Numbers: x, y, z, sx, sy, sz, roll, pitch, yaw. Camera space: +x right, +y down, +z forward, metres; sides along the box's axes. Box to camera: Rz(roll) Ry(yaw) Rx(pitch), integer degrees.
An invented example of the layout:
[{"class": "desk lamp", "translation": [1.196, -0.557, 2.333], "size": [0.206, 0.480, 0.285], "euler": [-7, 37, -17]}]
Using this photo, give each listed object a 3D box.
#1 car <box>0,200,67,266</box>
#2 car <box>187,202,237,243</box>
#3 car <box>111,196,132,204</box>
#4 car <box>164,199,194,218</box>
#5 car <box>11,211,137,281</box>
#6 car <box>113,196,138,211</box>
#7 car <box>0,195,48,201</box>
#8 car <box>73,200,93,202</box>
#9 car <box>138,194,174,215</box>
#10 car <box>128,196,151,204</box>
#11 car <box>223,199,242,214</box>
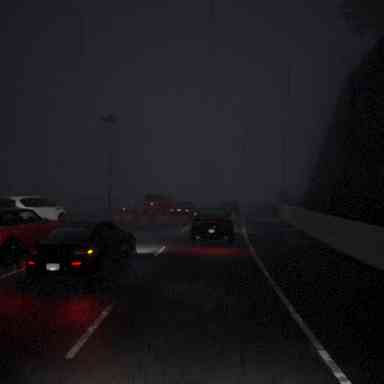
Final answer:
[{"class": "car", "translation": [-6.351, 1.339, 11.750], "size": [2.097, 1.767, 4.553], "euler": [0, 0, 4]}, {"class": "car", "translation": [1.062, 1.471, 16.268], "size": [1.882, 1.535, 5.008], "euler": [0, 0, 6]}, {"class": "car", "translation": [-13.334, 1.517, 63.006], "size": [1.994, 1.385, 4.181], "euler": [0, 0, 20]}, {"class": "car", "translation": [-0.581, 1.533, 29.489], "size": [2.033, 1.411, 5.357], "euler": [0, 0, 10]}, {"class": "car", "translation": [-2.999, 1.518, 9.790], "size": [1.812, 1.442, 4.674], "euler": [0, 0, 3]}, {"class": "car", "translation": [-6.415, 1.501, 35.883], "size": [1.812, 1.442, 4.674], "euler": [0, 0, 12]}, {"class": "car", "translation": [-9.234, 1.202, 18.760], "size": [2.150, 2.045, 5.566], "euler": [0, 0, 6]}, {"class": "car", "translation": [-20.676, 1.446, 63.251], "size": [2.128, 1.511, 4.902], "euler": [0, 0, 18]}, {"class": "car", "translation": [-3.250, 1.202, 34.008], "size": [2.150, 2.045, 5.566], "euler": [0, 0, 12]}, {"class": "car", "translation": [-9.858, 1.452, 62.307], "size": [2.128, 1.511, 4.902], "euler": [0, 0, 20]}, {"class": "car", "translation": [4.056, 1.481, 34.586], "size": [2.128, 1.511, 4.902], "euler": [0, 0, 12]}]
